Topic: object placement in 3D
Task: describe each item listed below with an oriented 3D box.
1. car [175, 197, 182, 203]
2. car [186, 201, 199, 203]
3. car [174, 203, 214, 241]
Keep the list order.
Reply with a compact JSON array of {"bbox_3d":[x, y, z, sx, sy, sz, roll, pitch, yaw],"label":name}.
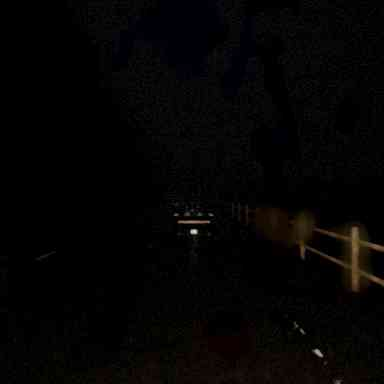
[{"bbox_3d":[-3.561,2.088,88.404,2.128,1.511,4.902,0,-1,0],"label":"car"},{"bbox_3d":[0.074,1.761,39.297,1.895,1.301,4.718,0,0,0],"label":"car"},{"bbox_3d":[0.087,1.550,17.119,2.128,1.511,4.902,0,0,0],"label":"car"}]
